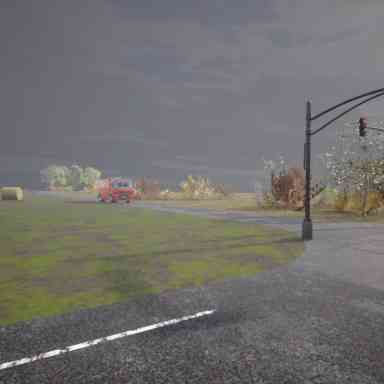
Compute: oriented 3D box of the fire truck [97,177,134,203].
[{"bbox_3d":[-11.714,-0.355,50.067,2.891,3.827,8.468,1,0,-32],"label":"fire truck"}]
